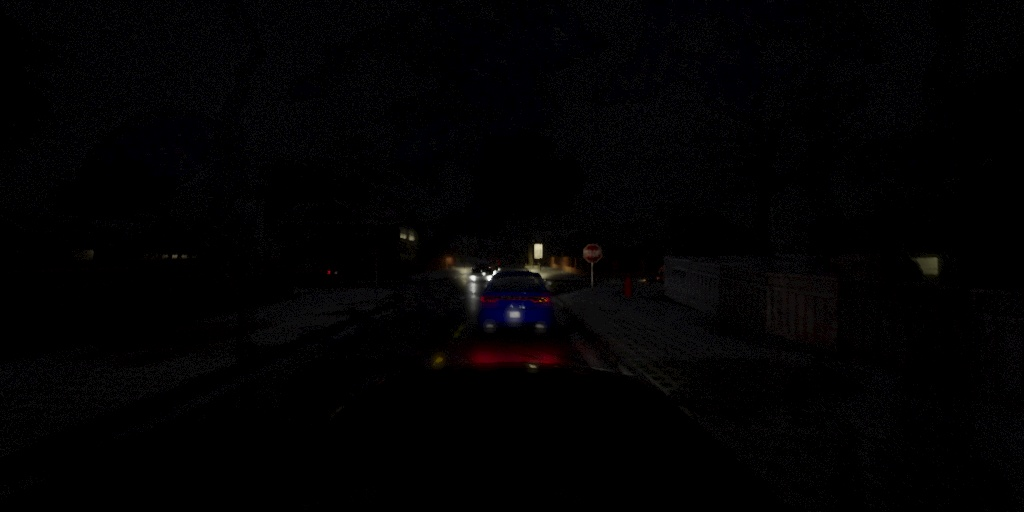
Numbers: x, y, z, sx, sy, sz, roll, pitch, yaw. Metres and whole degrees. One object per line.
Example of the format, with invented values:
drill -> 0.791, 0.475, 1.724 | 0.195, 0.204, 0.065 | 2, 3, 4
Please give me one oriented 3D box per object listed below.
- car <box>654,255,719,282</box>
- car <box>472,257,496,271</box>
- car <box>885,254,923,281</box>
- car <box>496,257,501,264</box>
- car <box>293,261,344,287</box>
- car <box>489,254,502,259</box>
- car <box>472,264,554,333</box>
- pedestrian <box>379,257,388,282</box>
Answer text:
car -> 11.794, 0.839, 23.498 | 4.553, 1.767, 2.097 | -1, -2, 1
car -> -2.807, 1.095, 35.442 | 1.812, 1.442, 4.674 | 0, 0, 0
car -> 23.513, 0.698, 23.328 | 4.553, 1.767, 2.097 | 0, -2, 1
car -> -2.795, 1.119, 45.531 | 1.994, 1.385, 4.181 | 0, 0, 0
car -> -13.856, 1.173, 23.932 | 4.553, 1.767, 2.097 | -1, -2, 0
car -> -2.920, 0.785, 58.559 | 2.150, 2.045, 5.566 | 0, 1, -2
car -> 0.180, 1.164, 10.596 | 1.882, 1.535, 5.008 | 0, 0, 3
pedestrian -> -9.639, 0.984, 26.718 | 0.375, 1.860, 0.375 | 0, -1, 1
